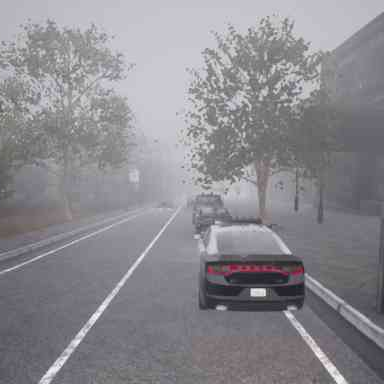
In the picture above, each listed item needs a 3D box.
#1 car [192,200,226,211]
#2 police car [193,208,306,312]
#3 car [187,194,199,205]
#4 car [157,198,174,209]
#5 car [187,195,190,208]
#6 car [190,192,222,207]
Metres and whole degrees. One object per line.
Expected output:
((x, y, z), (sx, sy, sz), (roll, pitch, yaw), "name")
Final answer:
((1.103, 1.444, 17.876), (1.882, 1.535, 5.008), (0, 0, 0), "car")
((1.074, 1.410, 7.937), (1.930, 1.638, 5.238), (0, 0, 0), "police car")
((0.181, 1.241, 58.143), (2.097, 1.767, 4.553), (0, 0, 1), "car")
((-3.466, 1.480, 43.916), (1.994, 1.385, 4.181), (0, 0, 0), "car")
((0.221, 1.513, 45.892), (1.895, 1.301, 4.718), (0, 0, 0), "car")
((1.121, 1.178, 23.927), (2.150, 2.045, 5.566), (0, 0, 0), "car")
